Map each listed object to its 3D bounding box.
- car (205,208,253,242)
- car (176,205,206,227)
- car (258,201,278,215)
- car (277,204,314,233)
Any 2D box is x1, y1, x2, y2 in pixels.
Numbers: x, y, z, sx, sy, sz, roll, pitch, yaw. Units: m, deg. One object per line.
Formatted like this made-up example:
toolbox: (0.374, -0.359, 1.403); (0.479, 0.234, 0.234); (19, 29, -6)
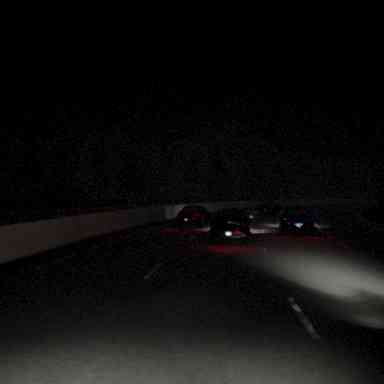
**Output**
car: (2.077, 1.616, 17.194); (1.837, 1.490, 4.892); (0, 0, 11)
car: (0.209, 1.675, 24.305); (1.812, 1.442, 4.674); (0, -1, 15)
car: (8.796, 1.732, 37.494); (1.882, 1.535, 5.008); (0, 0, 24)
car: (6.438, 1.671, 20.631); (1.812, 1.442, 4.674); (0, 0, 14)
